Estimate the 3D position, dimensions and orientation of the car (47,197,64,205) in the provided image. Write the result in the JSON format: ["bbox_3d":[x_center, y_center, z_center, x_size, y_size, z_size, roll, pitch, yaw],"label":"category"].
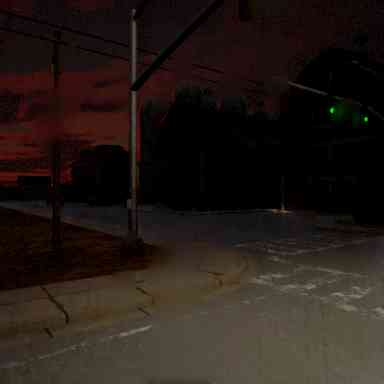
[{"bbox_3d":[-23.295,1.539,56.689,1.994,1.385,4.181,0,0,-36],"label":"car"}]

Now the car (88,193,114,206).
[{"bbox_3d":[-13.765,1.119,50.616,3.866,1.878,1.905,-2,5,11],"label":"car"}]
